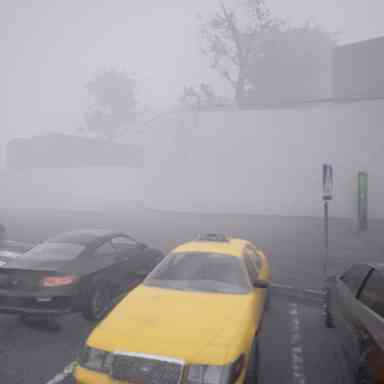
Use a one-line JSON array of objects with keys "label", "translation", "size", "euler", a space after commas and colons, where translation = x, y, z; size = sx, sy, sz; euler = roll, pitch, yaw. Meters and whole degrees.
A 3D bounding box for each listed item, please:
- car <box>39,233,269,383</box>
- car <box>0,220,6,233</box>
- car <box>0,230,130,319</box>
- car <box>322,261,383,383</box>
[{"label": "car", "translation": [0.269, 1.493, 5.392], "size": [1.946, 1.575, 5.366], "euler": [0, -1, 15]}, {"label": "car", "translation": [-9.389, 1.552, 12.499], "size": [2.231, 1.521, 4.892], "euler": [0, -1, 15]}, {"label": "car", "translation": [-2.116, 1.548, 7.299], "size": [2.002, 1.452, 4.674], "euler": [0, -1, 15]}, {"label": "car", "translation": [2.750, 1.522, 3.869], "size": [2.163, 1.488, 4.792], "euler": [0, -1, 15]}]
